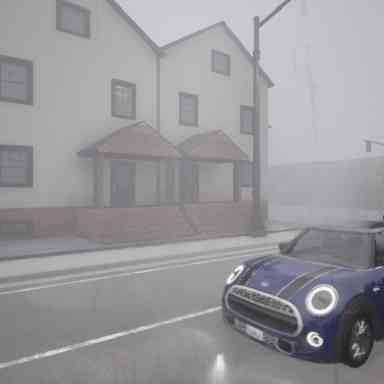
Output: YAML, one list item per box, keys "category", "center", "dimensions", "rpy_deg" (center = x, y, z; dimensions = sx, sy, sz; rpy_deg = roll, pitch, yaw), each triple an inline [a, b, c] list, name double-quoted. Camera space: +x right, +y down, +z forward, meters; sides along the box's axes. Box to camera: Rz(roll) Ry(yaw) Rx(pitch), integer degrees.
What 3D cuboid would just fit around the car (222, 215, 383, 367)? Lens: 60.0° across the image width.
- category: "car"
  center: [2.699, 1.352, 5.892]
  dimensions: [4.553, 1.767, 2.097]
  rpy_deg: [0, 0, -35]
